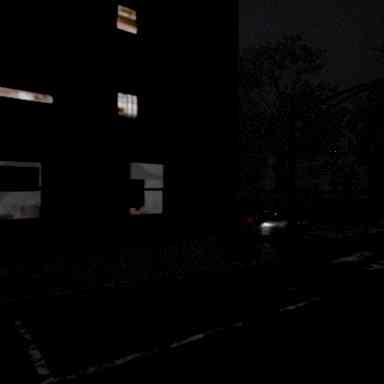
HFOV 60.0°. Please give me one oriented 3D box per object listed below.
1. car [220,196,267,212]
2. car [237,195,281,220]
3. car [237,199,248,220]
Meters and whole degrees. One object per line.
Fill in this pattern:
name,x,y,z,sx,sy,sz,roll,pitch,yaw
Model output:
car,5.144,1.143,33.610,1.752,1.417,4.829,2,0,-36
car,4.348,1.216,24.843,1.837,1.490,4.892,0,1,-36
car,1.720,1.266,24.070,1.802,1.307,4.206,2,0,-36
